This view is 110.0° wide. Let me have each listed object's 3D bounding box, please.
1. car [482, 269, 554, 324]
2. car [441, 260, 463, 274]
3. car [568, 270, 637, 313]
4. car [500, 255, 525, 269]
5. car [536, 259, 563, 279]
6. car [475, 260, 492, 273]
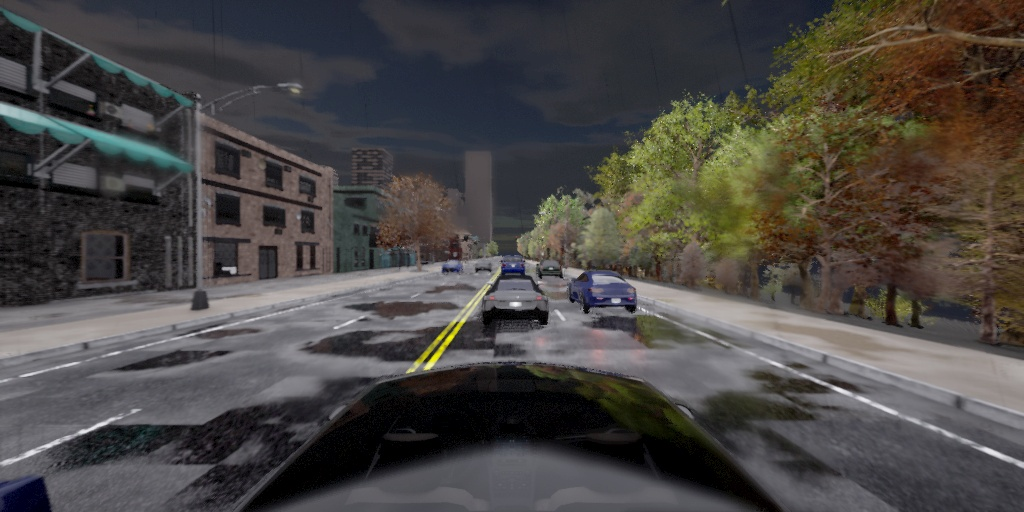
[{"bbox_3d":[0.098,1.312,11.978,1.994,1.385,4.181,0,0,0],"label":"car"},{"bbox_3d":[-6.631,1.222,40.229,1.882,1.535,5.008,0,0,0],"label":"car"},{"bbox_3d":[3.361,1.274,13.860,1.812,1.442,4.674,0,0,0],"label":"car"},{"bbox_3d":[0.094,0.966,33.921,2.150,2.045,5.566,0,0,0],"label":"car"},{"bbox_3d":[3.344,1.097,32.855,2.097,1.767,4.553,0,0,0],"label":"car"},{"bbox_3d":[-3.406,1.249,43.537,1.837,1.490,4.892,0,0,0],"label":"car"}]
